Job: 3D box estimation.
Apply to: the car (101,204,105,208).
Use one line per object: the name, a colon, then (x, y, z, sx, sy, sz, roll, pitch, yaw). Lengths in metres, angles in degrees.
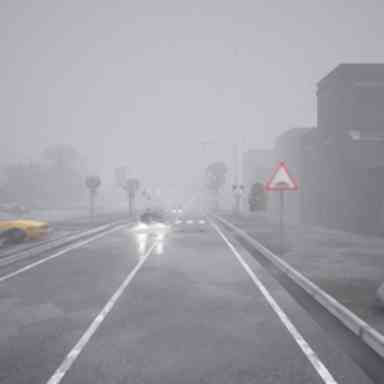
car: (-21.779, 2.976, 70.985, 5.008, 1.535, 2.097, 0, -2, 0)

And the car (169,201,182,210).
car: (-3.072, 3.026, 70.551, 2.128, 1.511, 4.902, 0, -2, 0)

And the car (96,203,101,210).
car: (-21.783, 2.882, 67.713, 4.892, 1.521, 2.231, 0, -2, 0)

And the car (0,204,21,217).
car: (-21.882, 2.029, 36.943, 4.674, 1.452, 2.002, 0, -2, 0)

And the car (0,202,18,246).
car: (-9.569, 1.361, 12.644, 4.553, 1.767, 2.185, 0, -1, 0)

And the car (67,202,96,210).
car: (-21.800, 2.826, 64.437, 4.674, 1.452, 2.002, 0, -2, 0)

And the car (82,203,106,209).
car: (-21.757, 3.107, 74.131, 4.674, 1.452, 2.002, 0, -2, 0)

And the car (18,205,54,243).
car: (-9.366, 1.518, 15.561, 5.366, 1.575, 1.946, 0, -1, 0)

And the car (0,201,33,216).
car: (-21.940, 1.954, 40.116, 4.553, 1.767, 2.185, 0, -2, 0)

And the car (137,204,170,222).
car: (-3.319, 1.921, 29.123, 1.895, 1.301, 4.718, 0, -2, 0)
